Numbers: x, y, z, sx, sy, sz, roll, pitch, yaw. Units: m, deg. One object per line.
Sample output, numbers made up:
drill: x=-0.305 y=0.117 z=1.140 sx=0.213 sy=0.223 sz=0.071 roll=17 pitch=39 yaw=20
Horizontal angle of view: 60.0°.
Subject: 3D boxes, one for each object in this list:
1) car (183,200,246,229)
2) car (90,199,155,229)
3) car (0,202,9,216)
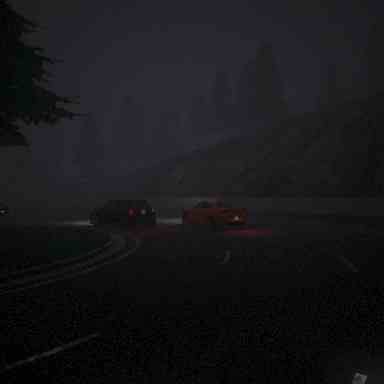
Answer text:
car: x=1.174 y=1.225 z=19.644 sx=1.882 sy=1.535 sz=5.008 roll=-1 pitch=0 yaw=-27
car: x=-4.368 y=1.202 z=20.497 sx=4.553 sy=1.767 sz=2.097 roll=0 pitch=1 yaw=43
car: x=-18.934 y=1.534 z=30.275 sx=4.892 sy=1.490 sz=1.837 roll=-1 pitch=1 yaw=22
